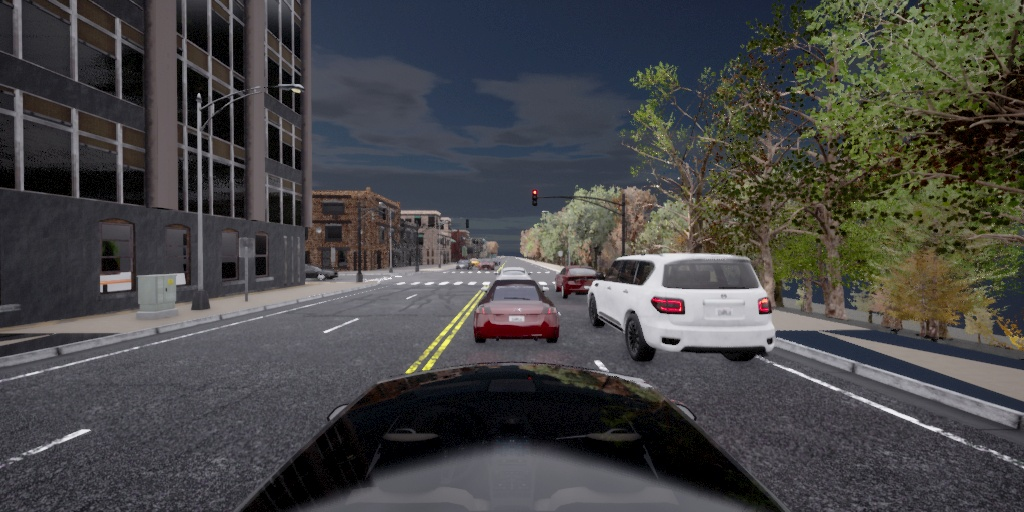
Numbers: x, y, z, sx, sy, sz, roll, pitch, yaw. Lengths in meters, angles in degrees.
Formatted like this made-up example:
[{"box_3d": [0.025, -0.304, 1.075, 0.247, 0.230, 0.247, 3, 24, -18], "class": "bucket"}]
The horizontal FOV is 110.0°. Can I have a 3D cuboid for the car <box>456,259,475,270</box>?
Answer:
[{"box_3d": [-6.717, 1.233, 50.720, 2.128, 1.511, 4.902, 0, 0, 1], "class": "car"}]

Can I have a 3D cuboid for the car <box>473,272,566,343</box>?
[{"box_3d": [0.084, 1.312, 9.674, 1.994, 1.385, 4.181, 0, 0, 0], "class": "car"}]

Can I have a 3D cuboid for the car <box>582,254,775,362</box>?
[{"box_3d": [3.341, 0.971, 8.358, 2.150, 2.045, 5.566, 0, 0, 0], "class": "car"}]

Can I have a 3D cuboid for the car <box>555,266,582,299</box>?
[{"box_3d": [3.316, 1.224, 18.193, 1.882, 1.535, 5.008, 0, 0, 1], "class": "car"}]

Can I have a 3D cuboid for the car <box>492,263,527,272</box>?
[{"box_3d": [0.060, 1.272, 18.418, 1.812, 1.442, 4.674, 0, 0, -2], "class": "car"}]

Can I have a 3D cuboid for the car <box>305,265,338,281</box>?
[{"box_3d": [-18.557, 1.526, 32.875, 4.892, 1.490, 1.837, 0, 1, -2], "class": "car"}]

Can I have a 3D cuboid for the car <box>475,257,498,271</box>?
[{"box_3d": [-3.471, 1.094, 49.424, 2.097, 1.767, 4.553, 0, 0, 0], "class": "car"}]
